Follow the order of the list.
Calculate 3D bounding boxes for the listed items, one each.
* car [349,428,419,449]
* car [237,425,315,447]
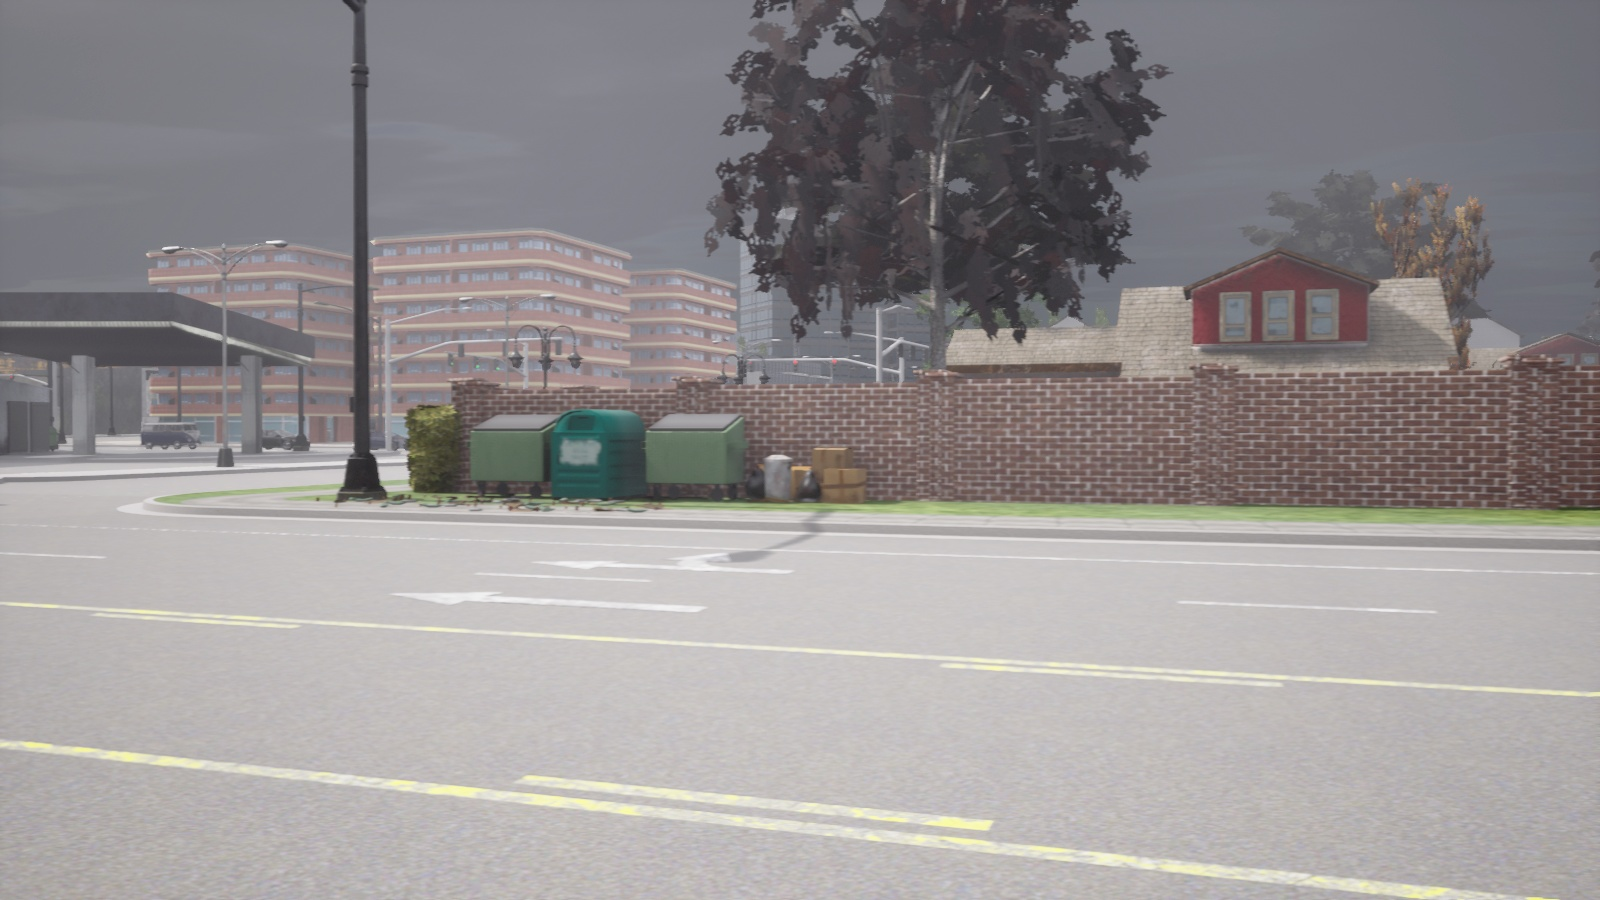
[{"bbox_3d":[-28.528,-0.815,86.203,4.181,1.385,1.994,1,1,16],"label":"car"},{"bbox_3d":[-37.084,-0.993,88.931,4.792,1.488,2.163,1,1,17],"label":"car"}]
